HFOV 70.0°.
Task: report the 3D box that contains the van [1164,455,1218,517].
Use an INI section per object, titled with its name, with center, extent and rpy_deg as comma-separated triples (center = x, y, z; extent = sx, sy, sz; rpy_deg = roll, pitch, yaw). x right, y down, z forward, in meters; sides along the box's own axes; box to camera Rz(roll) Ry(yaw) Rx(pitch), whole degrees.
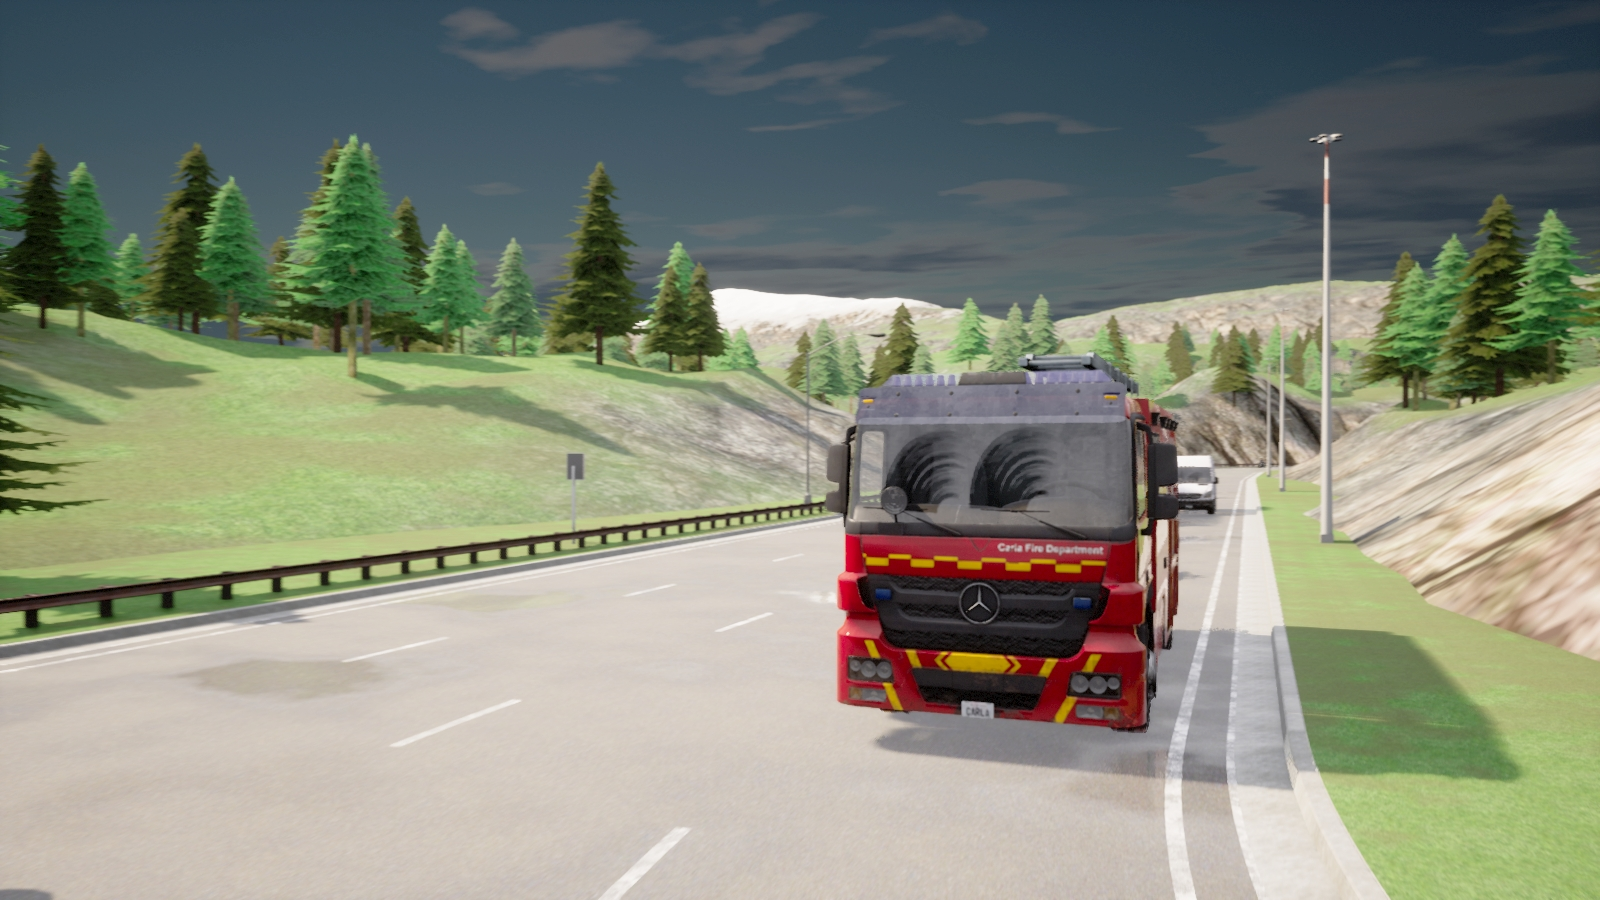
[van]
center = 17.637, 1.536, 51.372
extent = 1.988, 2.561, 5.915
rpy_deg = 0, 0, 21

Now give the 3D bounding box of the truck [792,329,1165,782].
[truck]
center = 2.770, 0.890, 14.110
extent = 2.891, 3.827, 8.468
rpy_deg = 0, 0, 21
